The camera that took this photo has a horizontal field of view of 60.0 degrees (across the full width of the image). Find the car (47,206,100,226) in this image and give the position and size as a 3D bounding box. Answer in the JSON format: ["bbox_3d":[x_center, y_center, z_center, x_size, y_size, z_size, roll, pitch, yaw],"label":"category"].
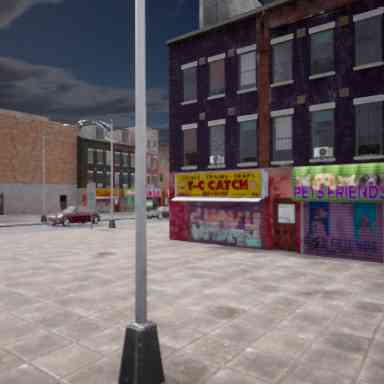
[{"bbox_3d":[-9.490,1.852,26.694,1.967,1.590,4.097,-2,-2,36],"label":"car"}]

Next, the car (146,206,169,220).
[{"bbox_3d":[-3.071,2.197,35.491,2.008,1.369,4.403,-2,-2,36],"label":"car"}]
